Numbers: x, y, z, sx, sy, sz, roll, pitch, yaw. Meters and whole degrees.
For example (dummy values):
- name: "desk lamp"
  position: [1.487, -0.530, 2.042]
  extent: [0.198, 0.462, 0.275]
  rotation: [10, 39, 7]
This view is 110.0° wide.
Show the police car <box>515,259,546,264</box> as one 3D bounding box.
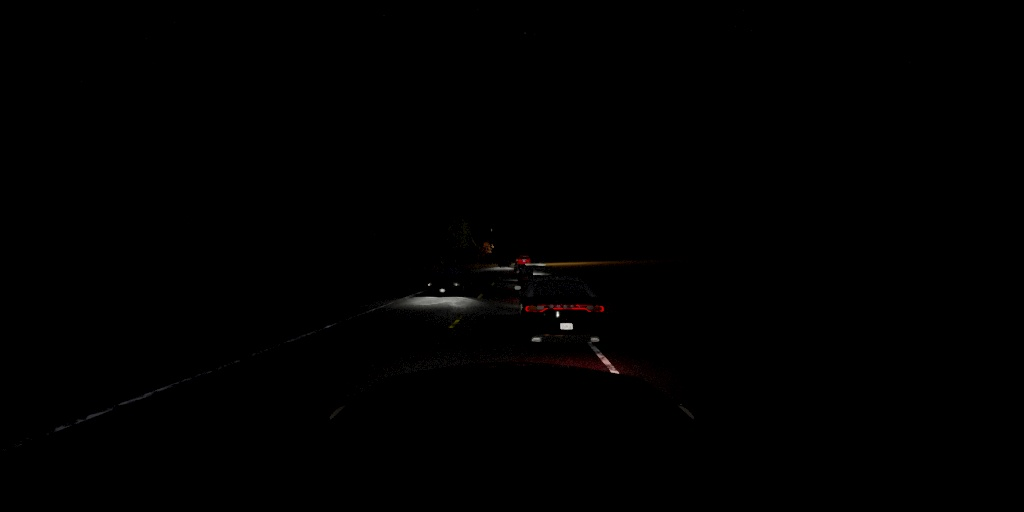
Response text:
- name: "police car"
  position: [1.272, 1.176, 19.588]
  extent: [1.930, 1.638, 5.238]
  rotation: [0, 0, 1]

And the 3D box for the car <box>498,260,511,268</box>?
- name: "car"
  position: [-1.320, 1.335, 61.507]
  extent: [1.895, 1.301, 4.718]
  rotation: [0, 0, 5]

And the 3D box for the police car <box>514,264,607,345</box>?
- name: "police car"
  position: [1.099, 1.175, 9.623]
  extent: [1.930, 1.638, 5.238]
  rotation: [0, 0, 1]

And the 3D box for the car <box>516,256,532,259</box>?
- name: "car"
  position: [2.099, 0.956, 59.935]
  extent: [2.150, 2.045, 5.566]
  rotation: [0, 0, 4]

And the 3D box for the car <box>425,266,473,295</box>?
- name: "car"
  position: [-3.352, 1.298, 20.193]
  extent: [2.033, 1.411, 5.357]
  rotation: [0, 0, 1]

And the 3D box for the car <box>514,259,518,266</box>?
- name: "car"
  position: [1.308, 1.344, 46.810]
  extent: [1.895, 1.301, 4.718]
  rotation: [0, 0, 4]
